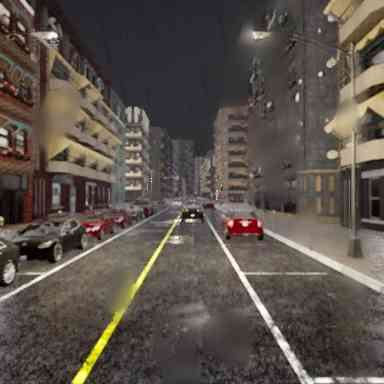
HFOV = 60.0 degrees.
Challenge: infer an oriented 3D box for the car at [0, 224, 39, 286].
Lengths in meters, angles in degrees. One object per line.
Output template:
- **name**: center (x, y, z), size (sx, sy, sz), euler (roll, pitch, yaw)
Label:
- **car**: center (-5.301, 1.617, 6.961), size (2.008, 1.369, 4.403), euler (1, -1, 0)

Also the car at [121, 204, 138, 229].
- **car**: center (-5.286, 1.804, 23.607), size (1.802, 1.307, 4.206), euler (1, -1, 0)

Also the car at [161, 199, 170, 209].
- **car**: center (-5.261, 2.109, 56.899), size (1.802, 1.307, 4.206), euler (1, -1, 0)

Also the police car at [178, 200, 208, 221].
- **police car**: center (0.084, 1.782, 29.901), size (2.038, 1.542, 4.974), euler (0, -1, 1)

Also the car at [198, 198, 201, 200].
- **car**: center (0.052, 1.981, 54.208), size (1.882, 1.535, 5.008), euler (0, -1, 0)

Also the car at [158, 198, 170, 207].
- **car**: center (-5.258, 2.018, 62.450), size (1.967, 1.590, 4.097), euler (1, -1, 0)

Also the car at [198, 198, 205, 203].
- **car**: center (2.659, 2.424, 95.012), size (2.008, 1.369, 4.403), euler (1, -1, 0)

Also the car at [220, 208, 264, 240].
- **car**: center (2.591, 1.611, 18.074), size (1.967, 1.590, 4.097), euler (1, -1, 0)

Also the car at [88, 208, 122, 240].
- **car**: center (-5.291, 1.752, 18.058), size (1.802, 1.307, 4.206), euler (1, -1, 0)

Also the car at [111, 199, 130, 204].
- **car**: center (-17.551, 2.337, 81.846), size (4.313, 1.339, 1.947), euler (0, -1, 0)

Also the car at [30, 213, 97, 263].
- **car**: center (-5.296, 1.684, 12.510), size (1.947, 1.339, 4.313), euler (1, -1, 0)

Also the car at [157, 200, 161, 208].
- **car**: center (-5.271, 1.941, 40.254), size (1.947, 1.339, 4.313), euler (1, -1, 0)

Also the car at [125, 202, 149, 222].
- **car**: center (-5.281, 1.824, 29.156), size (2.008, 1.369, 4.403), euler (1, -1, 0)

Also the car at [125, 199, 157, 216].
- **car**: center (-5.273, 1.639, 34.707), size (2.192, 1.841, 5.009), euler (1, -1, 0)

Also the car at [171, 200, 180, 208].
- **car**: center (-2.707, 2.069, 58.616), size (1.812, 1.442, 4.674), euler (0, -1, 0)

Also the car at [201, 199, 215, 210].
- **car**: center (2.619, 2.059, 51.366), size (1.802, 1.307, 4.206), euler (1, -1, 0)
